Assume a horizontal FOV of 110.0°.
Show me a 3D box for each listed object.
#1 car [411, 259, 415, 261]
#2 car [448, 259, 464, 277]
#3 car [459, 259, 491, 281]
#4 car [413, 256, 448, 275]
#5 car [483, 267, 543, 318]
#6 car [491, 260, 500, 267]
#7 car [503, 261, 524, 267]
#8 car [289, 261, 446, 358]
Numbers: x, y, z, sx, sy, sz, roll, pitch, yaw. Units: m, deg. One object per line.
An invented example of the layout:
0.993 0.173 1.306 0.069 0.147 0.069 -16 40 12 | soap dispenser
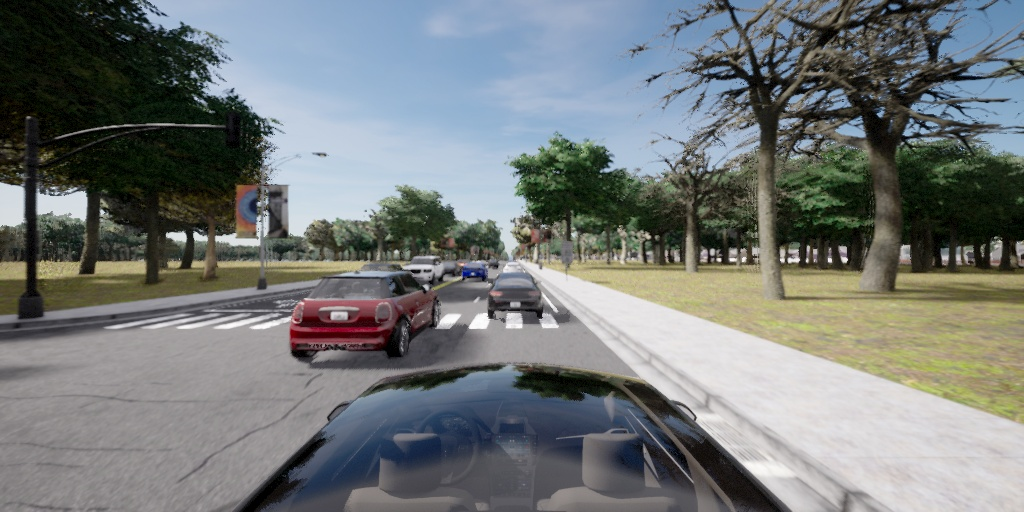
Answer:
-6.591 1.137 17.607 2.097 1.767 4.553 0 0 0 | car
-6.548 1.314 37.370 1.882 1.535 5.008 0 0 0 | car
-3.140 1.296 31.256 1.882 1.535 5.008 0 0 0 | car
-6.585 1.029 27.164 2.150 2.045 5.566 0 0 0 | car
0.103 1.300 13.076 1.812 1.442 4.674 0 0 0 | car
-3.127 1.418 61.768 1.837 1.490 4.892 0 0 0 | car
0.112 1.351 33.710 1.812 1.442 4.674 0 0 0 | car
-3.147 1.117 8.662 2.097 1.767 4.553 0 0 0 | car
